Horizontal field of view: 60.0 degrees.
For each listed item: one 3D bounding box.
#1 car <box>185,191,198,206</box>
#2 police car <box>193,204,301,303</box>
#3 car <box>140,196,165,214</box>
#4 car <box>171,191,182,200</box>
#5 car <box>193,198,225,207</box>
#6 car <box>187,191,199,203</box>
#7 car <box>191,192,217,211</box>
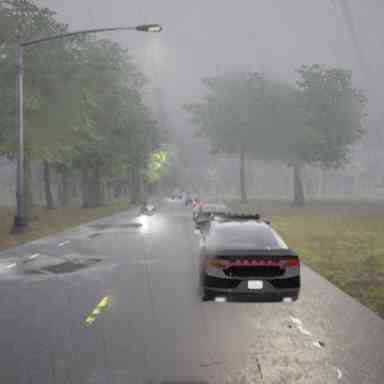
[{"bbox_3d":[0.187,0.939,45.525,2.097,1.767,4.553,0,0,1],"label":"car"},{"bbox_3d":[1.075,1.326,8.178,1.930,1.638,5.238,0,1,0],"label":"police car"},{"bbox_3d":[-3.505,1.160,30.262,2.128,1.511,4.902,0,0,0],"label":"car"},{"bbox_3d":[-3.277,0.736,71.416,2.150,2.045,5.566,0,0,0],"label":"car"},{"bbox_3d":[1.106,1.291,18.069,1.837,1.490,4.892,0,1,0],"label":"car"},{"bbox_3d":[0.186,0.767,59.512,2.150,2.045,5.566,0,0,0],"label":"car"},{"bbox_3d":[1.124,1.074,24.040,2.097,1.767,4.553,0,1,0],"label":"car"}]
